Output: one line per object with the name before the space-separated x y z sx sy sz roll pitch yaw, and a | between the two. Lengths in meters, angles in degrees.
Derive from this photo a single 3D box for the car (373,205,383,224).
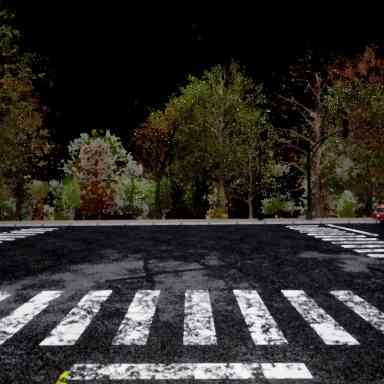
car | 14.632 1.127 21.171 5.566 2.045 2.150 -1 -1 1
